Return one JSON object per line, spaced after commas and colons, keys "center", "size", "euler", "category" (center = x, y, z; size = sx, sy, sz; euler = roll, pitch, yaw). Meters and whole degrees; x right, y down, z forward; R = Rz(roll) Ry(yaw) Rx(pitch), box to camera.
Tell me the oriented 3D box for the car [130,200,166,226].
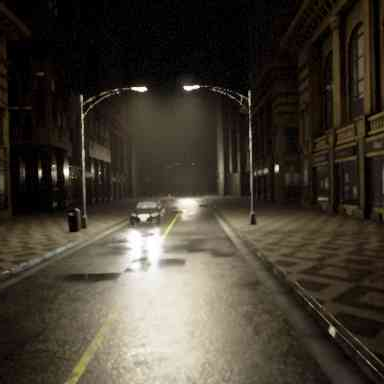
{"center": [-2.773, 1.285, 21.609], "size": [2.128, 1.511, 4.902], "euler": [-1, 1, 1], "category": "car"}
